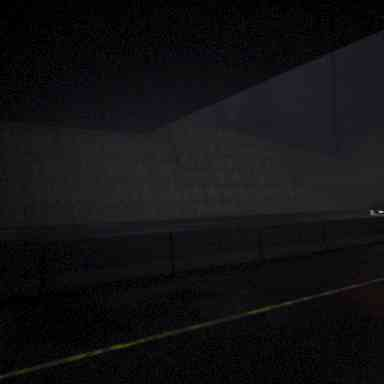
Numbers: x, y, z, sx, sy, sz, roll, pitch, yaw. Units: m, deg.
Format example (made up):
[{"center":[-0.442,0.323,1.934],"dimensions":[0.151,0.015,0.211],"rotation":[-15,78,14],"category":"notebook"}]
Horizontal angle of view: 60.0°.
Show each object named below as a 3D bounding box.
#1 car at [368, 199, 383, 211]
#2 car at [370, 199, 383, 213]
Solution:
[{"center":[25.980,1.680,44.334],"dimensions":[5.357,1.411,2.033],"rotation":[0,-1,-31],"category":"car"},{"center":[22.789,1.637,38.294],"dimensions":[4.674,1.442,1.812],"rotation":[0,-1,-32],"category":"car"}]
